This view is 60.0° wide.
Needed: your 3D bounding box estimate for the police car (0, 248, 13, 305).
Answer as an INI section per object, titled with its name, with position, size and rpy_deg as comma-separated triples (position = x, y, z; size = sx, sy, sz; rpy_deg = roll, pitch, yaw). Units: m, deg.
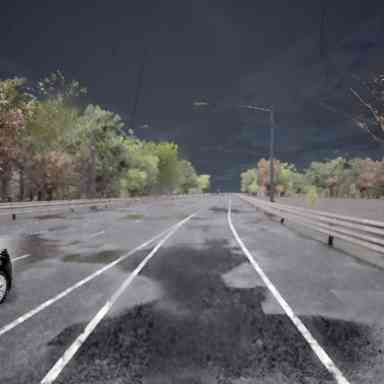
[police car]
position = -4.857, 1.428, 5.088
size = 1.930, 1.638, 5.238
rpy_deg = 0, 0, 7
